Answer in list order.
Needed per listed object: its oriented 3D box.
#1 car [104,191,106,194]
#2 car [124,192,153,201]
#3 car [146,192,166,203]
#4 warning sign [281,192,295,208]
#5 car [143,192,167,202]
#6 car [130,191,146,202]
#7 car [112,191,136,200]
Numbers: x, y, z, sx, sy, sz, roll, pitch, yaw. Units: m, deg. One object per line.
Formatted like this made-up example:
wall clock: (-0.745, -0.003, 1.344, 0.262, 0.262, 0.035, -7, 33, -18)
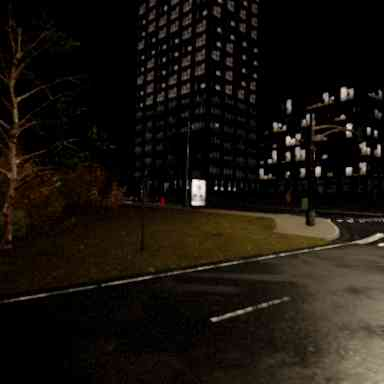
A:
car: (-15.448, 0.509, 61.618, 1.812, 1.442, 4.674, 3, -1, -43)
car: (-8.775, 0.710, 54.301, 2.033, 1.411, 5.357, 3, -1, -41)
car: (-6.298, 0.677, 46.365, 2.128, 1.511, 4.902, 3, -1, -41)
warning sign: (11.544, 0.913, 39.942, 1.300, 1.860, 1.060, 1, -1, -40)
car: (-6.306, 0.837, 56.408, 1.994, 1.385, 4.181, 3, -1, -41)
car: (-8.633, 0.585, 44.097, 1.837, 1.490, 4.892, 3, -1, -41)
car: (-13.059, 0.583, 63.820, 2.128, 1.511, 4.902, 3, -1, -43)
